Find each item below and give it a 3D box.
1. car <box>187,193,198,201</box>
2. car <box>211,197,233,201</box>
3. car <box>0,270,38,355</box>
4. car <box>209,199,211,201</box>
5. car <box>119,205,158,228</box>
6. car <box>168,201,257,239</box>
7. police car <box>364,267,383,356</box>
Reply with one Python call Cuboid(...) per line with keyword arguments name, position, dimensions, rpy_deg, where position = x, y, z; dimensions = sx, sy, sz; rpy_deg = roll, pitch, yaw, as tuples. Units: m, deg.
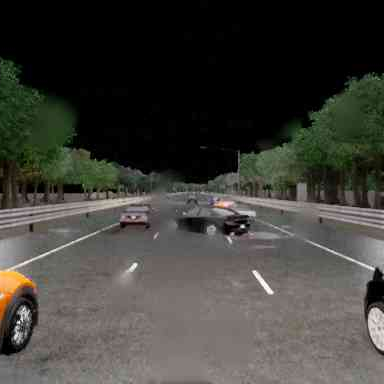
Cuboid(name="car", position=(0.054, 1.434, 60.199), dimensions=(1.837, 1.490, 4.892), rpy_deg=(0, 0, 0))
Cuboid(name="car", position=(3.507, 1.311, 35.963), dimensions=(2.097, 1.767, 4.553), rpy_deg=(0, 0, 0))
Cuboid(name="car", position=(-3.401, 1.349, 3.253), dimensions=(2.097, 1.767, 4.553), rpy_deg=(0, 0, 0))
Cuboid(name="car", position=(3.509, 1.423, 46.994), dimensions=(1.882, 1.535, 5.008), rpy_deg=(0, 0, 0))
Cuboid(name="car", position=(-3.397, 1.524, 21.779), dimensions=(2.033, 1.411, 5.357), rpy_deg=(0, 0, 0))
Cuboid(name="car", position=(0.739, 1.459, 17.399), dimensions=(1.882, 1.535, 5.008), rpy_deg=(0, 0, -41))
Cuboid(name="police car", position=(3.500, 1.422, 3.104), dimensions=(1.930, 1.638, 5.238), rpy_deg=(0, 0, 0))
